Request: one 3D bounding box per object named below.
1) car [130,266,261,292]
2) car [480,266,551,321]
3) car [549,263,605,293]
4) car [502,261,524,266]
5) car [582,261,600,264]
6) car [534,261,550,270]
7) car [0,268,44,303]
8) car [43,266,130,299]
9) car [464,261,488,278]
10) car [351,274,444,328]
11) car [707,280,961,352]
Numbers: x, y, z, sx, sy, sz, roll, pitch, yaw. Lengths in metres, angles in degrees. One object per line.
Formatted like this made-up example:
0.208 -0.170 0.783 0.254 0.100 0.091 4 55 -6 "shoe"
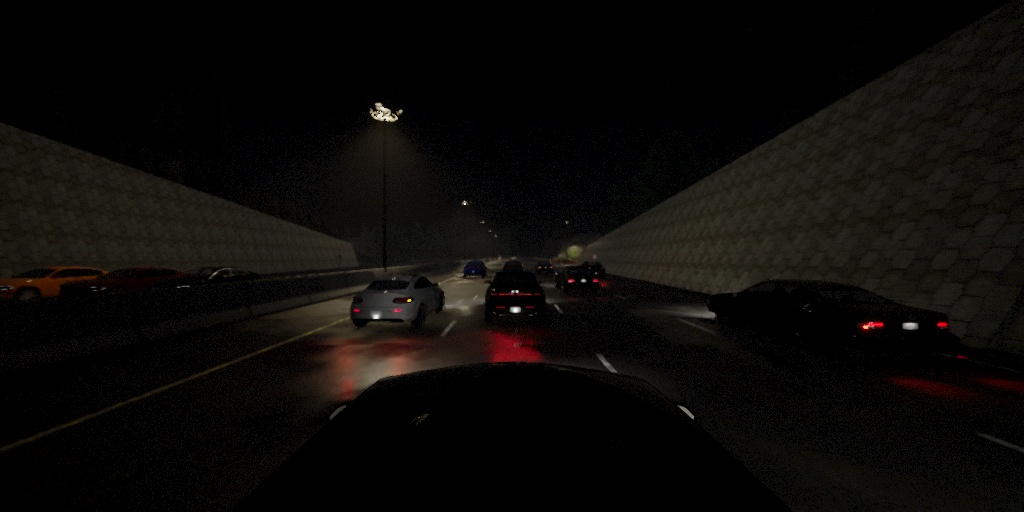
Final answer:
-14.001 1.247 16.682 2.128 1.511 4.902 0 0 0 "car"
0.100 1.250 12.438 1.837 1.490 4.892 0 0 0 "car"
3.599 1.290 20.529 2.033 1.411 5.357 0 0 0 "car"
0.098 1.214 33.918 1.882 1.535 5.008 0 0 0 "car"
7.100 1.229 32.610 2.128 1.511 4.902 0 0 0 "car"
3.598 1.281 40.975 2.033 1.411 5.357 0 0 0 "car"
-21.003 1.225 16.496 1.882 1.535 5.008 0 0 0 "car"
-17.501 1.262 16.686 1.882 1.535 5.008 0 0 0 "car"
-3.402 1.213 33.946 1.882 1.535 5.008 0 0 0 "car"
-3.400 1.271 11.287 1.812 1.442 4.674 0 0 0 "car"
7.100 1.295 8.902 2.033 1.411 5.357 0 0 0 "car"
